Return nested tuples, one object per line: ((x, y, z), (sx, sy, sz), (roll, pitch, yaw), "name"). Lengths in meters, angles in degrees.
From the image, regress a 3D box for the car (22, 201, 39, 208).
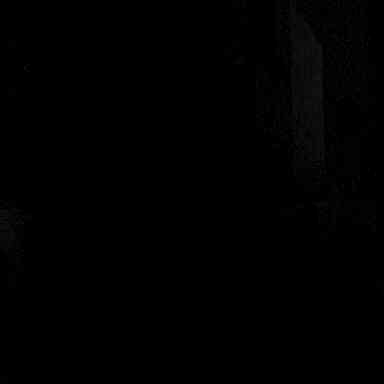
((-26.620, 2.190, 58.120), (1.947, 1.339, 4.313), (-2, -1, 35), "car")

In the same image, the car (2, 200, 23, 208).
((-33.636, 2.277, 62.964), (1.967, 1.590, 4.097), (-2, -1, 35), "car")
